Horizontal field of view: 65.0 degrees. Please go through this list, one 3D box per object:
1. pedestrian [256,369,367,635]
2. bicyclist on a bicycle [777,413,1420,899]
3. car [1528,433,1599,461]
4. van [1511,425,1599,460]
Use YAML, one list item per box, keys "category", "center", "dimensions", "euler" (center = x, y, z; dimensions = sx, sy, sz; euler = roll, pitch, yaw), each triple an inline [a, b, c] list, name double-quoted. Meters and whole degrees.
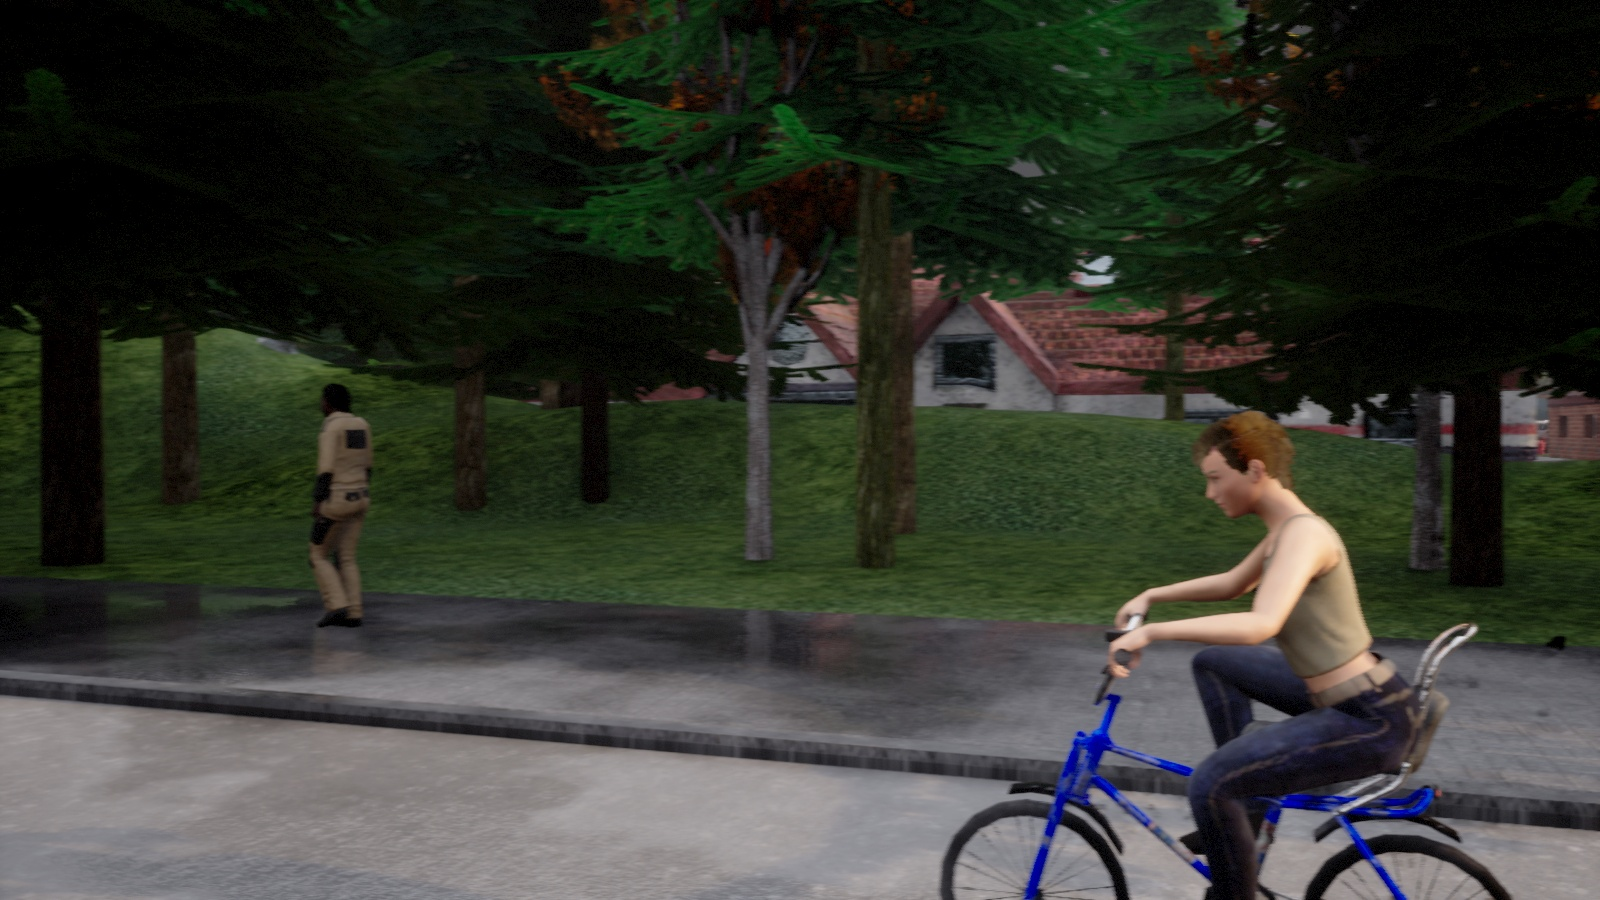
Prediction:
- category: "pedestrian"
  center: [-3.658, 0.372, 9.419]
  dimensions: [0.692, 1.930, 0.396]
  euler: [1, 1, 23]
- category: "bicyclist on a bicycle"
  center: [0.795, 0.711, 3.447]
  dimensions: [1.509, 1.612, 0.866]
  euler: [1, 1, 19]
- category: "car"
  center: [43.753, -0.177, 71.476]
  dimensions: [3.705, 1.549, 1.789]
  euler: [0, 1, 19]
- category: "van"
  center: [45.328, -0.485, 75.162]
  dimensions: [4.480, 2.038, 2.069]
  euler: [0, 1, 19]
